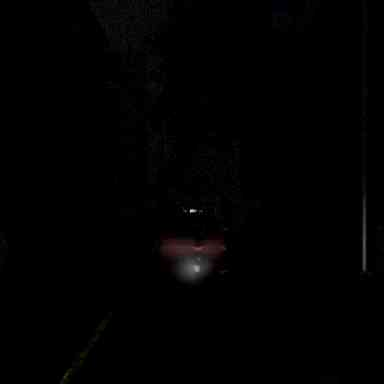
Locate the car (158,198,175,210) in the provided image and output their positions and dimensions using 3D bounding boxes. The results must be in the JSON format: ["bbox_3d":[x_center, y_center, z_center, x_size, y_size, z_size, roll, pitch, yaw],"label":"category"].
[{"bbox_3d":[-3.090,1.490,41.722,2.033,1.411,5.357,0,0,0],"label":"car"}]

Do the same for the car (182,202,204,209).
[{"bbox_3d":[0.088,1.525,28.414,2.033,1.411,5.357,0,0,0],"label":"car"}]

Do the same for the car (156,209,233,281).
[{"bbox_3d":[0.067,1.490,9.800,2.128,1.511,4.902,0,0,0],"label":"car"}]
